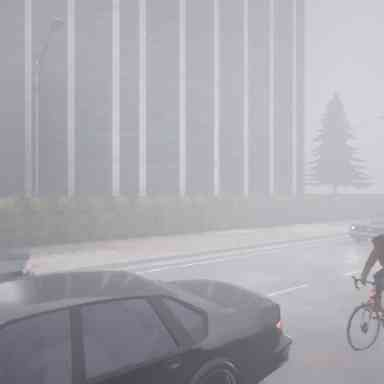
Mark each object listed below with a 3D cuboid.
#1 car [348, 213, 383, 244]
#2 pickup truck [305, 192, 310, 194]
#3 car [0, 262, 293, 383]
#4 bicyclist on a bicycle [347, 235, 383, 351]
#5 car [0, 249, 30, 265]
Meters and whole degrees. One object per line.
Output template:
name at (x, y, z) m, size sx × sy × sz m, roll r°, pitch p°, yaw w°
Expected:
car at (8.987, 1.601, 14.771) m, size 4.718 × 1.301 × 1.895 m, roll 0°, pitch 0°, yaw -36°
pickup truck at (25.298, 1.059, 75.759) m, size 2.390 × 2.098 × 6.274 m, roll 0°, pitch 0°, yaw -6°
car at (-1.384, 1.548, 2.998) m, size 5.357 × 1.411 × 2.033 m, roll 0°, pitch 0°, yaw -36°
bicyclist on a bicycle at (2.871, 1.446, 4.916) m, size 1.656 × 1.620 × 0.582 m, roll -1°, pitch 2°, yaw -26°
car at (-4.914, 1.492, 4.761) m, size 4.902 × 1.511 × 2.128 m, roll 0°, pitch 0°, yaw -36°
